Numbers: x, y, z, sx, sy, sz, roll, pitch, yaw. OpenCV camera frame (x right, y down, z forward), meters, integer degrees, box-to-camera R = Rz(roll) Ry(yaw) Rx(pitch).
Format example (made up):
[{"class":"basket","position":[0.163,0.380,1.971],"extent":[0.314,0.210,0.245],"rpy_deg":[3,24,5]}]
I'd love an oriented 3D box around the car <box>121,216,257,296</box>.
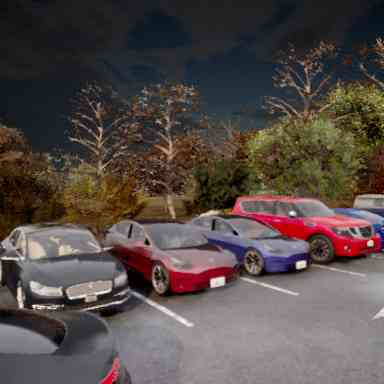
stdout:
[{"class":"car","position":[-0.843,1.494,8.959],"extent":[2.163,1.488,4.792],"rpy_deg":[0,0,-35]}]

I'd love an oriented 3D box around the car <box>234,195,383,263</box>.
[{"class":"car","position":[3.754,1.195,12.238],"extent":[2.435,2.045,5.566],"rpy_deg":[0,0,-35]}]

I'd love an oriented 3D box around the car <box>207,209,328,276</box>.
[{"class":"car","position":[1.457,1.485,10.598],"extent":[2.163,1.488,4.792],"rpy_deg":[0,0,-35]}]

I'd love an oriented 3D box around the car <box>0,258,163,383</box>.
[{"class":"car","position":[-2.620,1.530,1.820],"extent":[4.674,1.442,1.812],"rpy_deg":[0,0,-35]}]

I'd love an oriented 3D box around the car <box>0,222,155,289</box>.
[{"class":"car","position":[-3.061,1.475,7.421],"extent":[2.231,1.521,4.892],"rpy_deg":[0,0,-35]}]
